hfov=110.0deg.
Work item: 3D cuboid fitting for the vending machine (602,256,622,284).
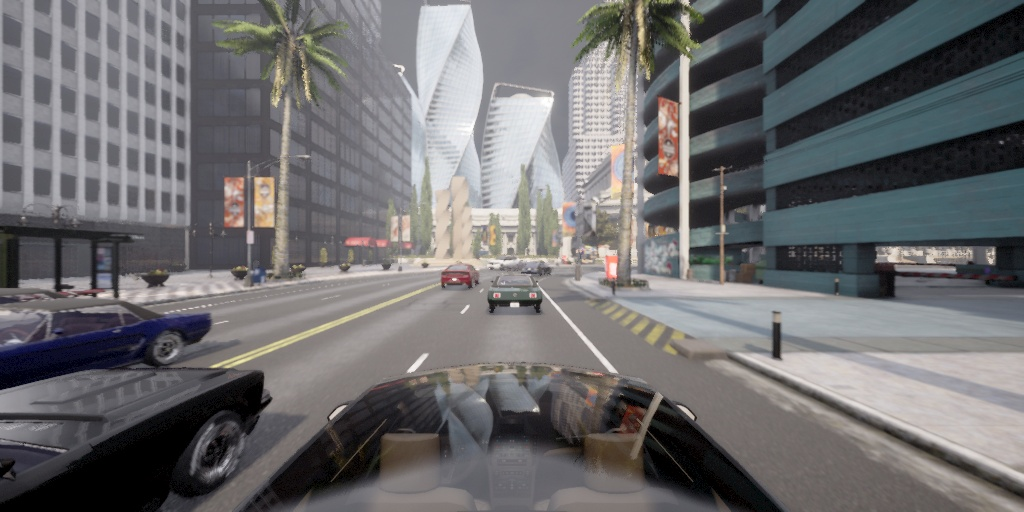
[{"bbox_3d":[7.804,0.947,28.074,1.100,2.100,0.880,0,0,10],"label":"vending machine"}]

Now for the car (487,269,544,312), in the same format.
[{"bbox_3d":[0.101,1.352,14.241,1.895,1.301,4.718,0,0,0],"label":"car"}]

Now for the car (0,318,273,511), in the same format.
[{"bbox_3d":[-3.400,1.351,1.540,1.895,1.301,4.718,0,0,0],"label":"car"}]

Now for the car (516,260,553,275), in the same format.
[{"bbox_3d":[2.589,1.299,36.035,2.033,1.411,5.357,0,0,22],"label":"car"}]

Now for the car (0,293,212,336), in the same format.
[{"bbox_3d":[-7.097,1.351,5.119,1.895,1.301,4.718,0,0,0],"label":"car"}]

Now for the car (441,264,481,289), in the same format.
[{"bbox_3d":[-3.261,1.229,23.555,1.882,1.535,5.008,0,0,3],"label":"car"}]

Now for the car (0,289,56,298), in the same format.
[{"bbox_3d":[-10.595,1.351,6.843,1.895,1.301,4.718,0,0,0],"label":"car"}]

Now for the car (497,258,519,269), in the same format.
[{"bbox_3d":[0.724,1.300,47.300,2.033,1.411,5.357,0,0,35],"label":"car"}]

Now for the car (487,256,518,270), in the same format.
[{"bbox_3d":[-1.061,0.977,50.590,2.150,2.045,5.566,0,-1,38],"label":"car"}]
